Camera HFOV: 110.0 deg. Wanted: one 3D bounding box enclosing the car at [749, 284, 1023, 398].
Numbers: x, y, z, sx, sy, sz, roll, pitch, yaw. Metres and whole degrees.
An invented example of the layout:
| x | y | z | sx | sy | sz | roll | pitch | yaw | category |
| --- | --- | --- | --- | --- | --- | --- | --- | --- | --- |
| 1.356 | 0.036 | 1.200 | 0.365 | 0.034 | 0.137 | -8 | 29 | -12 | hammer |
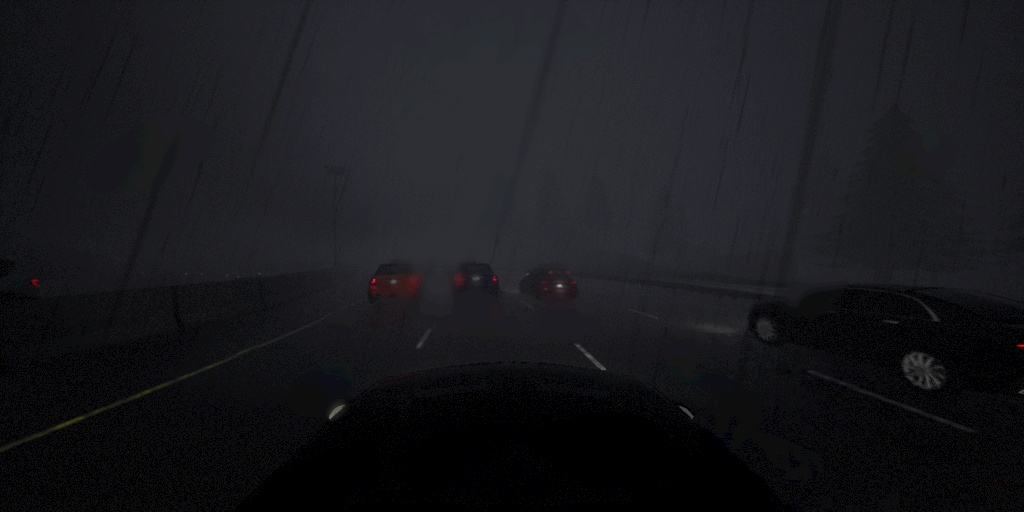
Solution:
| x | y | z | sx | sy | sz | roll | pitch | yaw | category |
| --- | --- | --- | --- | --- | --- | --- | --- | --- | --- |
| 6.643 | 1.245 | 6.535 | 1.837 | 1.490 | 4.892 | 0 | 0 | -4 | car |

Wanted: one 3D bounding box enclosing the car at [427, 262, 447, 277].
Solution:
| x | y | z | sx | sy | sz | roll | pitch | yaw | category |
| --- | --- | --- | --- | --- | --- | --- | --- | --- | --- |
| -7.496 | 1.281 | 34.697 | 1.994 | 1.385 | 4.181 | 0 | 0 | -24 | car |

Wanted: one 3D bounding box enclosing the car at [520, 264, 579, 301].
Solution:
| x | y | z | sx | sy | sz | roll | pitch | yaw | category |
| --- | --- | --- | --- | --- | --- | --- | --- | --- | --- |
| 1.703 | 1.295 | 17.406 | 1.994 | 1.385 | 4.181 | 0 | 0 | -11 | car |

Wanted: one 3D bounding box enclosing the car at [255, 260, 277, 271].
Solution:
| x | y | z | sx | sy | sz | roll | pitch | yaw | category |
| --- | --- | --- | --- | --- | --- | --- | --- | --- | --- |
| -32.367 | 1.227 | 47.138 | 1.837 | 1.490 | 4.892 | 0 | -1 | -42 | car |

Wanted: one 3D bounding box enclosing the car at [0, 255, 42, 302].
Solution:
| x | y | z | sx | sy | sz | roll | pitch | yaw | category |
| --- | --- | --- | --- | --- | --- | --- | --- | --- | --- |
| -14.594 | 0.974 | 8.043 | 2.150 | 2.045 | 5.566 | 0 | 0 | -7 | car |

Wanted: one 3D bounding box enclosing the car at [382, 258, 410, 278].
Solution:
| x | y | z | sx | sy | sz | roll | pitch | yaw | category |
| --- | --- | --- | --- | --- | --- | --- | --- | --- | --- |
| -11.209 | 1.072 | 34.427 | 2.097 | 1.767 | 4.553 | 0 | 0 | -24 | car |

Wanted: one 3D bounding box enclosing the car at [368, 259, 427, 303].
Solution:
| x | y | z | sx | sy | sz | roll | pitch | yaw | category |
| --- | --- | --- | --- | --- | --- | --- | --- | --- | --- |
| -5.311 | 1.088 | 16.875 | 2.097 | 1.767 | 4.553 | 0 | 0 | -11 | car |

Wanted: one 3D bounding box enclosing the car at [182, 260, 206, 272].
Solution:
| x | y | z | sx | sy | sz | roll | pitch | yaw | category |
| --- | --- | --- | --- | --- | --- | --- | --- | --- | --- |
| -40.350 | 1.253 | 45.365 | 4.674 | 1.442 | 1.812 | 0 | 0 | 44 | car |

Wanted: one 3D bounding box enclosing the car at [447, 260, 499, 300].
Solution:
| x | y | z | sx | sy | sz | roll | pitch | yaw | category |
| --- | --- | --- | --- | --- | --- | --- | --- | --- | --- |
| -1.978 | 1.085 | 17.943 | 2.097 | 1.767 | 4.553 | 0 | 0 | -12 | car |

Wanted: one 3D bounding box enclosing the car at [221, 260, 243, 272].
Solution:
| x | y | z | sx | sy | sz | roll | pitch | yaw | category |
| --- | --- | --- | --- | --- | --- | --- | --- | --- | --- |
| -34.931 | 1.215 | 44.756 | 2.128 | 1.511 | 4.902 | 0 | 0 | -42 | car |
